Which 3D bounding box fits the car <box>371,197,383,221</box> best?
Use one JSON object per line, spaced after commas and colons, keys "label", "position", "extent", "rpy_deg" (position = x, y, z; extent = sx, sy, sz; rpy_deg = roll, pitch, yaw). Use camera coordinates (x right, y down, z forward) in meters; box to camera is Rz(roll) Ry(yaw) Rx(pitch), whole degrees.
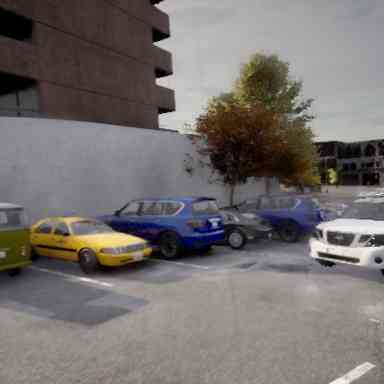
{"label": "car", "position": [15.944, 1.227, 24.515], "extent": [4.553, 1.767, 2.185], "rpy_deg": [-1, 0, 36]}

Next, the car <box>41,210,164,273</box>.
{"label": "car", "position": [-3.688, 1.477, 10.724], "extent": [5.366, 1.575, 1.946], "rpy_deg": [-1, -1, 35]}

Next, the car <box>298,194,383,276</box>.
{"label": "car", "position": [5.946, 1.162, 10.068], "extent": [5.566, 2.045, 2.150], "rpy_deg": [0, 0, -35]}

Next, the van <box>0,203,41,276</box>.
{"label": "van", "position": [-6.380, 1.277, 9.153], "extent": [4.442, 1.987, 1.878], "rpy_deg": [-1, 0, 35]}

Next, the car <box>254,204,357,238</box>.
{"label": "car", "position": [5.972, 1.448, 17.765], "extent": [4.792, 1.488, 2.163], "rpy_deg": [-1, 0, 35]}

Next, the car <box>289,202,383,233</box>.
{"label": "car", "position": [8.468, 1.403, 19.465], "extent": [4.892, 1.521, 2.231], "rpy_deg": [-1, -1, 36]}

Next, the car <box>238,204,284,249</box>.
{"label": "car", "position": [1.050, 1.452, 14.301], "extent": [4.892, 1.521, 2.231], "rpy_deg": [-1, 0, 35]}

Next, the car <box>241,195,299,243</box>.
{"label": "car", "position": [3.491, 1.184, 16.049], "extent": [5.566, 2.045, 2.435], "rpy_deg": [-1, 0, 35]}

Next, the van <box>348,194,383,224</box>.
{"label": "van", "position": [13.336, 1.146, 22.914], "extent": [4.442, 1.987, 1.878], "rpy_deg": [-1, 0, 36]}

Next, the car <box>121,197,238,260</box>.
{"label": "car", "position": [-1.430, 1.216, 12.584], "extent": [5.566, 2.045, 2.435], "rpy_deg": [-1, 0, 35]}
